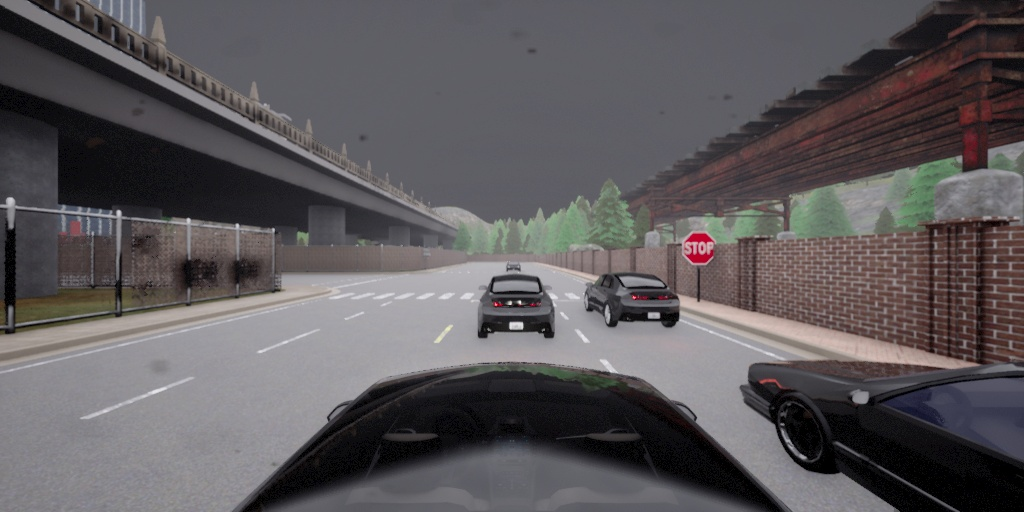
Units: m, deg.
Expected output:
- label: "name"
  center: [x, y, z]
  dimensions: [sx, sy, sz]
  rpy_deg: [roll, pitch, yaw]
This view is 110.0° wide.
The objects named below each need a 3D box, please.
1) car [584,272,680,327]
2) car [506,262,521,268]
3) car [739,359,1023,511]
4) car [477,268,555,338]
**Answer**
- label: "car"
  center: [3.597, 1.260, 11.487]
  dimensions: [1.837, 1.490, 4.892]
  rpy_deg: [0, 0, 0]
- label: "car"
  center: [0.169, 1.375, 46.358]
  dimensions: [1.895, 1.301, 4.718]
  rpy_deg: [0, 0, -1]
- label: "car"
  center: [3.600, 1.298, 1.741]
  dimensions: [2.033, 1.411, 5.357]
  rpy_deg: [0, 0, 0]
- label: "car"
  center: [0.096, 1.259, 10.126]
  dimensions: [1.837, 1.490, 4.892]
  rpy_deg: [0, 0, 0]
